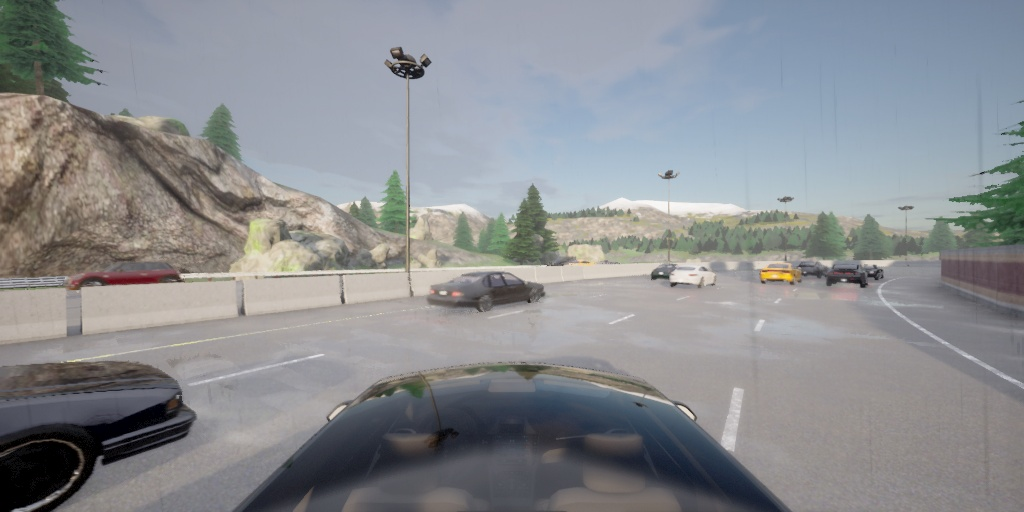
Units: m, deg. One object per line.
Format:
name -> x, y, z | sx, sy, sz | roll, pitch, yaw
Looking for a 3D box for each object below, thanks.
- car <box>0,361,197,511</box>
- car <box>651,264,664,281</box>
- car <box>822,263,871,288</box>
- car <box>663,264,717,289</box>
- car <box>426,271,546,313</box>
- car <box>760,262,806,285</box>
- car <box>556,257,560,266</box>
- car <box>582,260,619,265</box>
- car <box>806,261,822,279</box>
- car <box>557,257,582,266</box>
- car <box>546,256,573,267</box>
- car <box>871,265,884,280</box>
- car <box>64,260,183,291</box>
car -> -5.261, 1.297, 1.790 | 2.033, 1.411, 5.357 | 0, 0, 33
car -> 13.201, 1.319, 29.710 | 4.181, 1.385, 1.994 | 0, 0, -45
car -> 22.505, 1.260, 24.046 | 4.892, 1.490, 1.837 | 0, 0, -43
car -> 11.841, 1.281, 23.412 | 1.812, 1.442, 4.674 | 0, 0, 43
car -> -0.800, 1.300, 14.132 | 2.033, 1.411, 5.357 | 0, 0, 38
car -> 19.798, 1.233, 26.302 | 5.008, 1.535, 1.882 | 0, 0, -44
car -> 8.795, 1.267, 49.585 | 4.892, 1.490, 1.837 | 1, 0, -40
car -> 10.837, 1.250, 42.067 | 4.902, 1.511, 2.128 | 0, 0, -41
car -> 27.753, 1.249, 33.161 | 4.902, 1.511, 2.128 | 0, 0, -39
car -> 8.275, 1.236, 44.475 | 5.008, 1.535, 1.882 | 0, 0, -41
car -> 7.583, 1.088, 53.137 | 5.566, 2.045, 2.150 | 0, 0, -40
car -> 30.458, 1.358, 30.864 | 4.718, 1.301, 1.895 | 0, 0, -39
car -> -22.159, 1.104, 20.670 | 2.097, 1.767, 4.553 | 0, 0, 35
